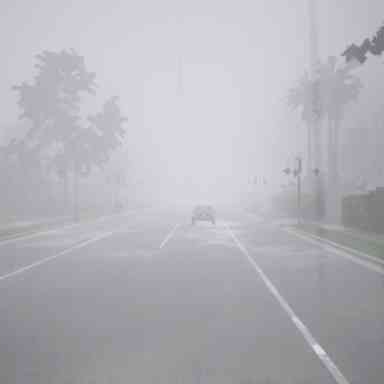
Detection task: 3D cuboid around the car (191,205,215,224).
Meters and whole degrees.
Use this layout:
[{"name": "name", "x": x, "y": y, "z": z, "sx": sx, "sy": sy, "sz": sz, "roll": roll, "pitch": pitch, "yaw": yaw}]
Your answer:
[{"name": "car", "x": 0.897, "y": 1.751, "z": 26.784, "sx": 2.033, "sy": 1.411, "sz": 5.357, "roll": 0, "pitch": 0, "yaw": 2}]
